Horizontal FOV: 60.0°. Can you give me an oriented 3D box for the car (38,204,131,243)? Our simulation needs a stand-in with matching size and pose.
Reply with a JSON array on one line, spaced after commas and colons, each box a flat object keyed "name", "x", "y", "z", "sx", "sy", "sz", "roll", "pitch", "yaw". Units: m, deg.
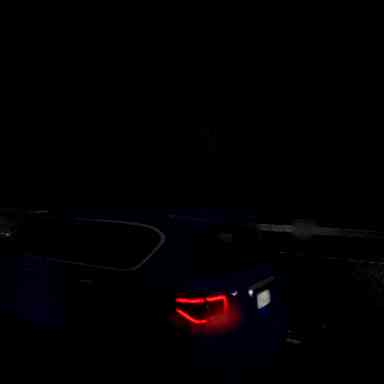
[{"name": "car", "x": -5.542, "y": 1.475, "z": 16.790, "sx": 5.008, "sy": 1.535, "sz": 1.882, "roll": 0, "pitch": 0, "yaw": 36}]

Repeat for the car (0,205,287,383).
[{"name": "car", "x": -1.405, "y": 1.221, "z": 5.095, "sx": 5.566, "sy": 2.045, "sz": 2.150, "roll": 0, "pitch": 0, "yaw": 36}]

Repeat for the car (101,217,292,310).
[{"name": "car", "x": -0.082, "y": 1.525, "z": 8.467, "sx": 4.674, "sy": 1.442, "sz": 1.812, "roll": 0, "pitch": 0, "yaw": 36}]
